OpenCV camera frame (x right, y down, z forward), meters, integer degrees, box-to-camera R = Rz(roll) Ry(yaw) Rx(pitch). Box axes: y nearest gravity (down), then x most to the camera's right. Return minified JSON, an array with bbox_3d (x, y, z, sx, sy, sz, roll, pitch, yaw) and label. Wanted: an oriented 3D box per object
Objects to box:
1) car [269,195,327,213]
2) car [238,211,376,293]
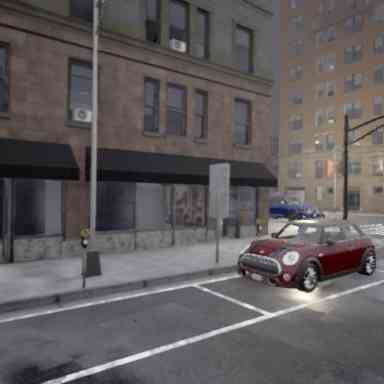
[{"bbox_3d":[7.018,1.267,25.582,2.150,2.045,5.566,1,0,-36],"label":"car"},{"bbox_3d":[3.162,1.498,9.012,4.097,1.590,1.967,1,0,-35],"label":"car"}]
